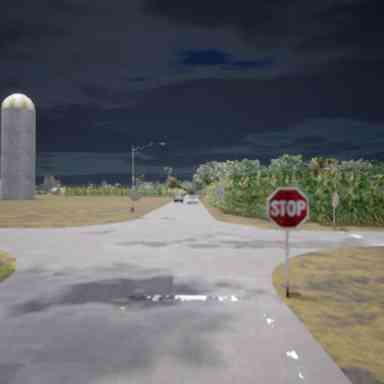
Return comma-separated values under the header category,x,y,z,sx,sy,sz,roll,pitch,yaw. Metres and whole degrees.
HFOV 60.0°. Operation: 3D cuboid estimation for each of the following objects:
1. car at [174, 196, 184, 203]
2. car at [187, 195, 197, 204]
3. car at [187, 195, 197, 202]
category,x,y,z,sx,sy,sz,roll,pitch,yaw
car,-2.703,1.517,67.806,1.882,1.535,5.008,0,0,0
car,0.045,1.609,63.662,1.895,1.301,4.718,0,0,0
car,0.052,1.376,73.640,2.033,1.411,5.357,0,0,0
